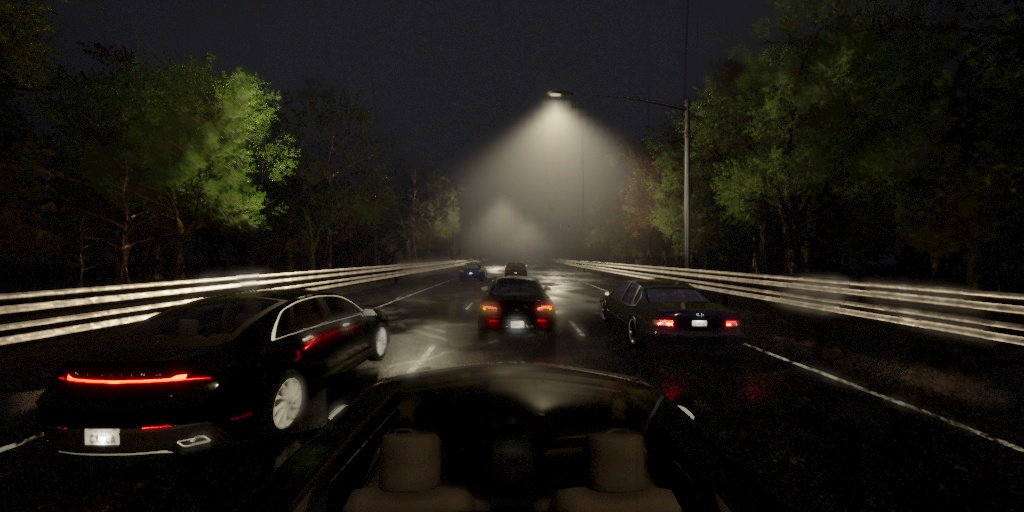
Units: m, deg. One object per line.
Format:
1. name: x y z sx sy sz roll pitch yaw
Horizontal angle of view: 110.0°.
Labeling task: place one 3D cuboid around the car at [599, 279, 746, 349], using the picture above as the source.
1. car: 3.599 1.296 9.173 2.033 1.411 5.357 0 0 3

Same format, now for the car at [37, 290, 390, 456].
1. car: -3.388 1.254 5.395 1.837 1.490 4.892 0 0 0

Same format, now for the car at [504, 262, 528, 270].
1. car: 0.344 1.221 31.458 1.882 1.535 5.008 0 0 1

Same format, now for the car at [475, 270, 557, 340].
1. car: 0.128 1.274 9.814 1.812 1.442 4.674 0 0 0

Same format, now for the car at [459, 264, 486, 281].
1. car: -3.175 1.308 29.828 1.994 1.385 4.181 0 0 1
